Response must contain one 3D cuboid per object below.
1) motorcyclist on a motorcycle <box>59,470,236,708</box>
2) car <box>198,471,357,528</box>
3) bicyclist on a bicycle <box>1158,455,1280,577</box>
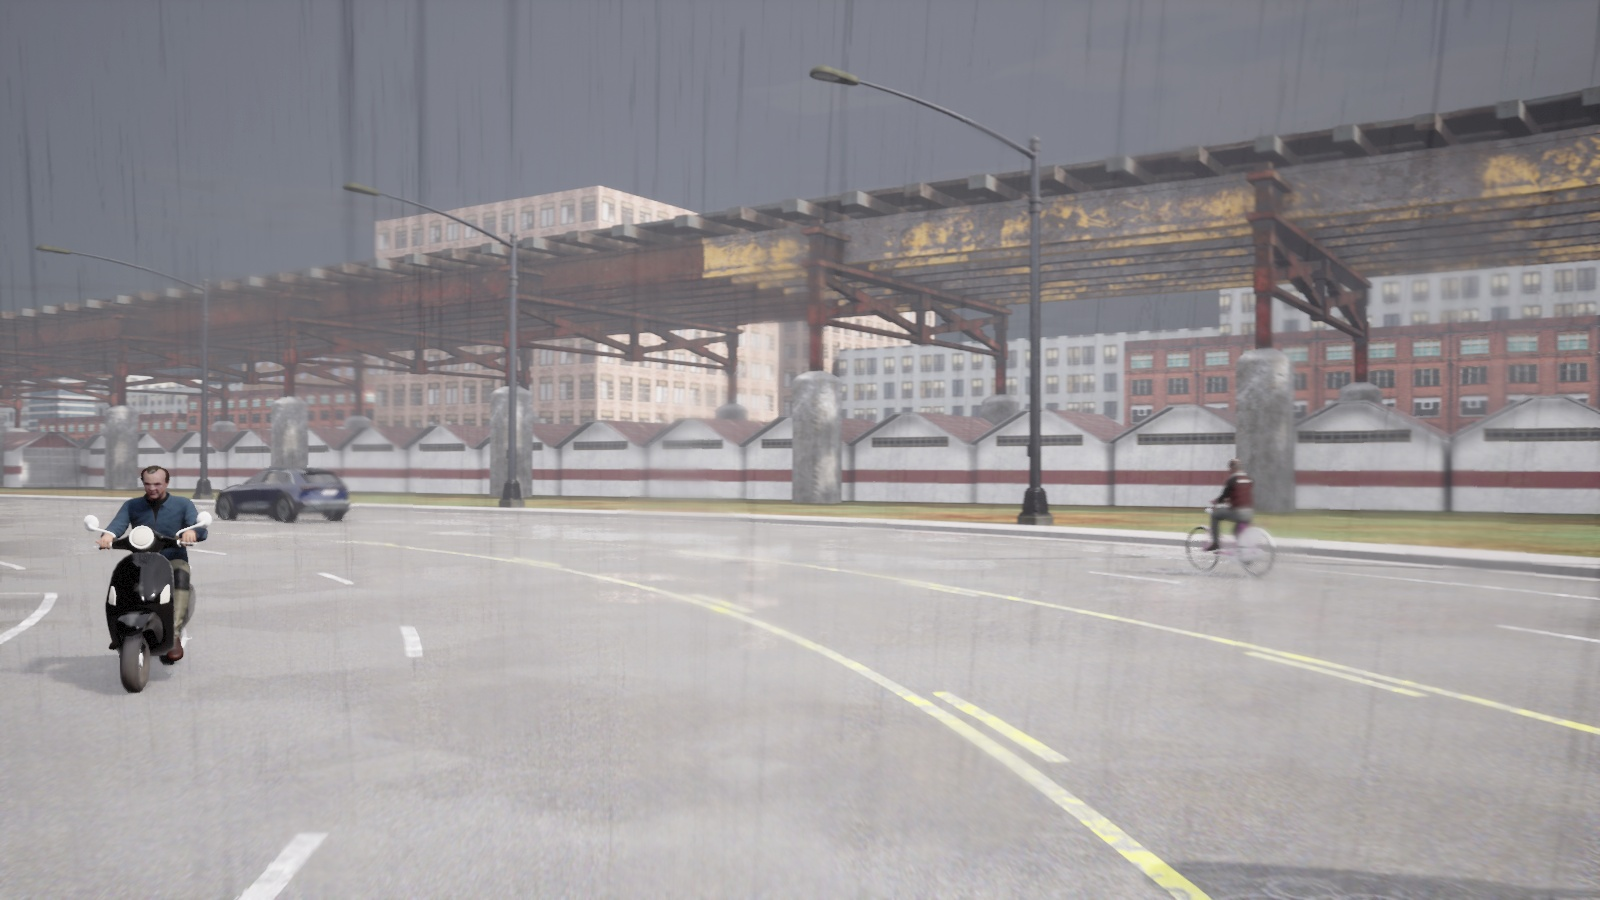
[{"bbox_3d":[-4.833,0.951,9.434,0.866,1.590,1.817,-1,-1,-17],"label":"motorcyclist on a motorcycle"},{"bbox_3d":[-15.883,1.464,38.118,4.856,1.649,2.033,-1,-1,33],"label":"car"},{"bbox_3d":[6.422,0.977,19.345,0.659,1.776,1.843,-1,0,-24],"label":"bicyclist on a bicycle"}]
